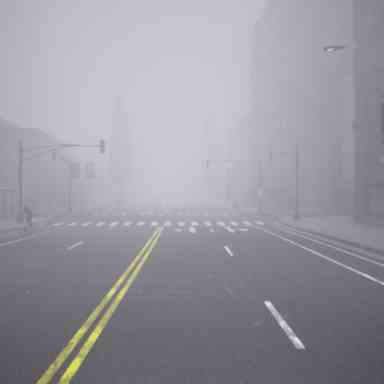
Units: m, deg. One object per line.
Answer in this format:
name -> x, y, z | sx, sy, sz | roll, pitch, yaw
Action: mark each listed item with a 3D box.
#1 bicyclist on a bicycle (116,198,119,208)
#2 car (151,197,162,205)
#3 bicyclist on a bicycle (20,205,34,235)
bicyclist on a bicycle -> -11.200, 1.764, 50.077 | 0.582, 1.620, 1.656 | 0, 0, -5
car -> -7.506, 1.804, 70.476 | 2.097, 1.767, 4.553 | 0, 0, -5
bicyclist on a bicycle -> -9.134, 1.561, 18.494 | 0.582, 1.620, 1.656 | 0, 0, -2
